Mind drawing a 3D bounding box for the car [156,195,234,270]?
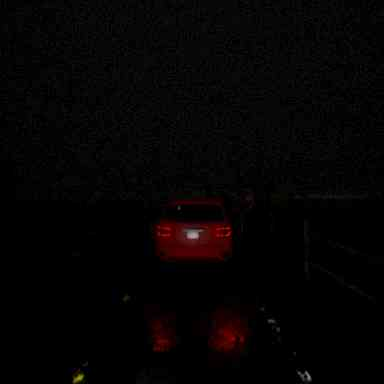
[{"bbox_3d":[0.193,1.202,11.158,2.150,2.045,5.566,0,0,4],"label":"car"}]

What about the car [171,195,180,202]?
[{"bbox_3d":[-3.568,1.413,71.806,2.033,1.411,5.357,0,0,-3],"label":"car"}]

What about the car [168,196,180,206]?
[{"bbox_3d":[-3.005,1.444,56.497,1.837,1.490,4.892,0,0,-1],"label":"car"}]
